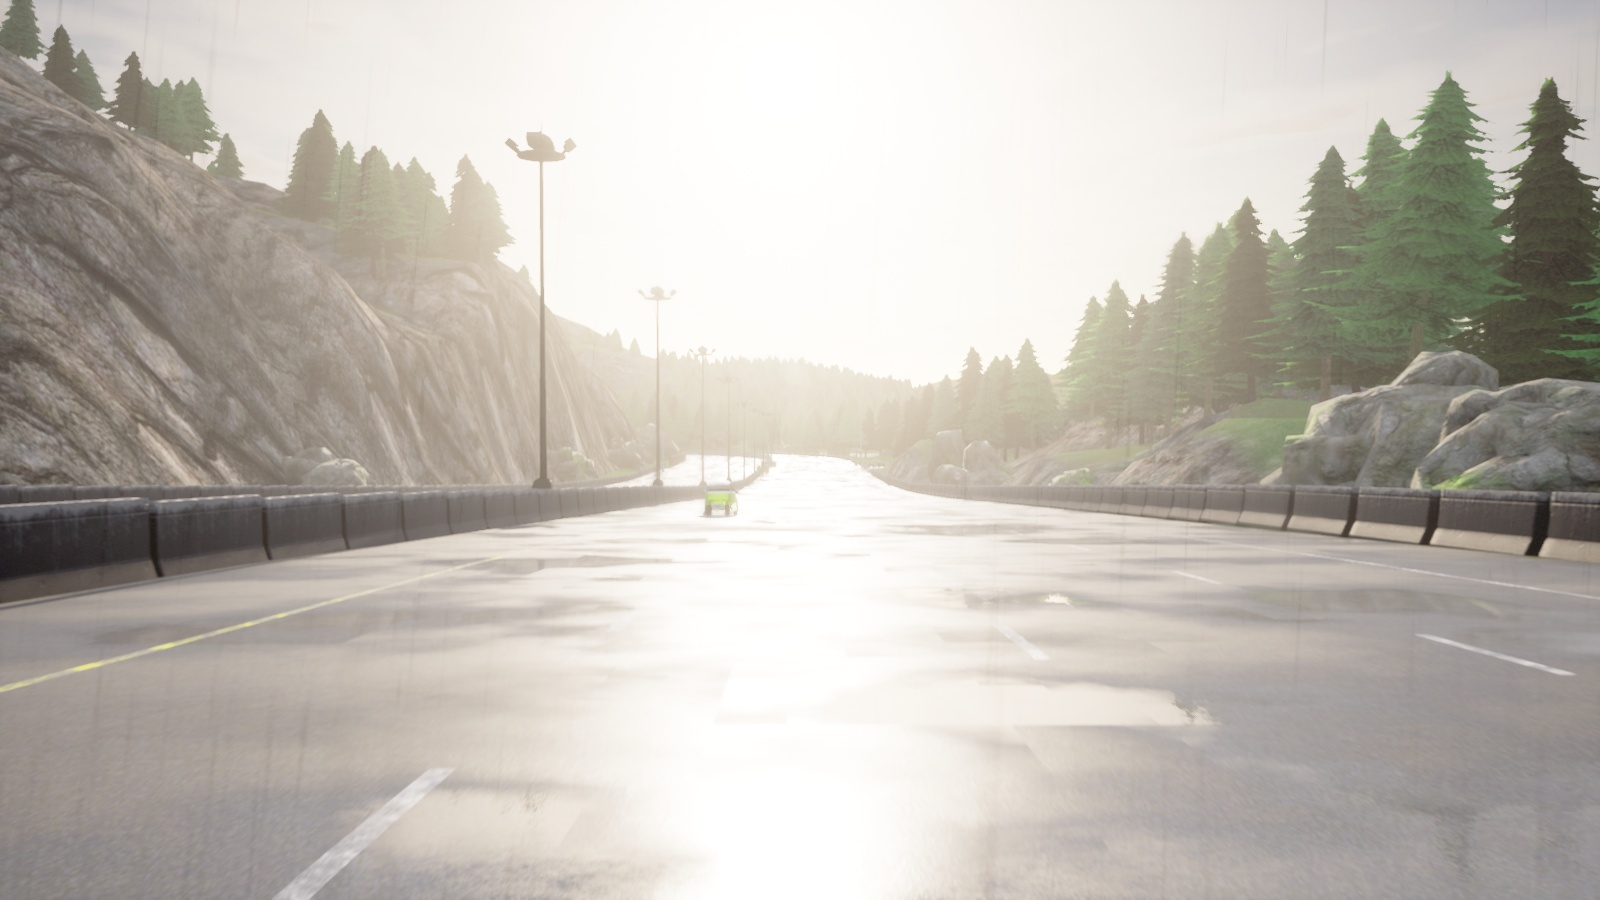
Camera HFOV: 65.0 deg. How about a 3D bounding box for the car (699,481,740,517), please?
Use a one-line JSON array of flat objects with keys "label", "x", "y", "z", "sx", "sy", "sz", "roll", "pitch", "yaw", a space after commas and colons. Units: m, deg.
[{"label": "car", "x": -3.206, "y": 1.949, "z": 50.363, "sx": 1.481, "sy": 1.376, "sz": 2.207, "roll": 0, "pitch": -1, "yaw": 0}]
